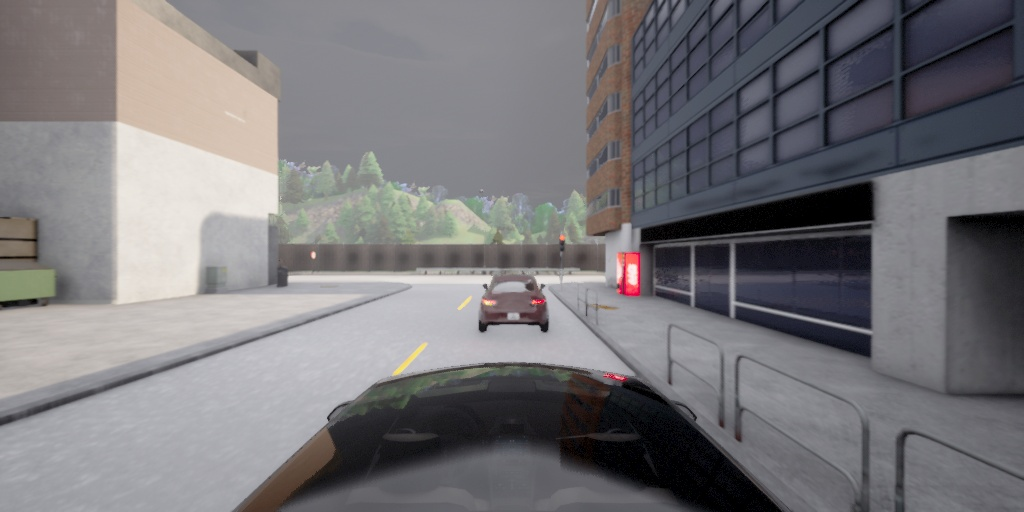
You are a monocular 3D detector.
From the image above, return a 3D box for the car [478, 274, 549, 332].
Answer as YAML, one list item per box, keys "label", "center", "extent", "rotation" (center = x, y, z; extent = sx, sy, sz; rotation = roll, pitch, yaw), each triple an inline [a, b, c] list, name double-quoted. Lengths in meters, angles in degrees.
- label: "car"
  center: [0.055, 1.250, 10.672]
  extent: [1.812, 1.442, 4.674]
  rotation: [0, 0, 0]

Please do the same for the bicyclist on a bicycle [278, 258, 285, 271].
- label: "bicyclist on a bicycle"
  center: [-24.198, 0.996, 37.334]
  extent: [0.582, 1.620, 1.656]
  rotation: [0, 0, 0]
